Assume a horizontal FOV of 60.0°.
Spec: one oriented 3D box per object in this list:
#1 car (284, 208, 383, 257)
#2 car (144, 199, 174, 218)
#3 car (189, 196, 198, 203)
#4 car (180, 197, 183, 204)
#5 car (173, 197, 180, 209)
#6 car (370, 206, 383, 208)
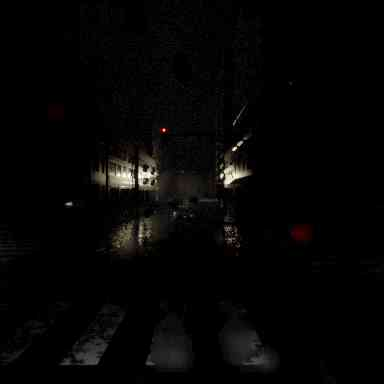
[{"bbox_3d":[6.181,1.478,12.098,5.357,1.411,2.033,-1,0,2],"label":"car"},{"bbox_3d":[-3.005,1.569,29.599,1.994,1.385,4.181,0,0,0],"label":"car"},{"bbox_3d":[0.297,1.546,71.084,1.882,1.535,5.008,0,0,0],"label":"car"},{"bbox_3d":[-2.803,1.654,64.393,1.895,1.301,4.718,0,0,0],"label":"car"},{"bbox_3d":[-2.953,1.622,44.540,1.895,1.301,4.718,0,0,0],"label":"car"},{"bbox_3d":[11.369,1.383,15.707,5.357,1.411,2.033,-1,0,0],"label":"car"}]
